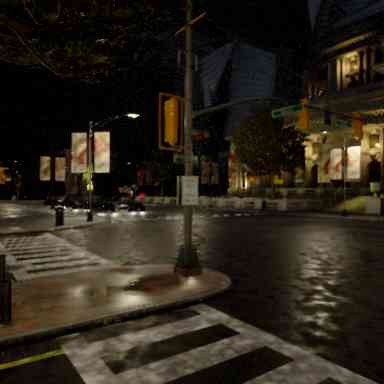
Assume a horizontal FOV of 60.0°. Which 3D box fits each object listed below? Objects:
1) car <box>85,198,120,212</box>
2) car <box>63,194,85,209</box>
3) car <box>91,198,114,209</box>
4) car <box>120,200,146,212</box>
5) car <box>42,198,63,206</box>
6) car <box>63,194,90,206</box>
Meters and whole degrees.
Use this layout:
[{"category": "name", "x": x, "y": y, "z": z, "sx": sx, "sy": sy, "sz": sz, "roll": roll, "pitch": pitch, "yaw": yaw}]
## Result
[{"category": "car", "x": -10.842, "y": 1.587, "z": 40.032, "sx": 1.882, "sy": 1.535, "sz": 5.008, "roll": 1, "pitch": 0, "yaw": -35}, {"category": "car", "x": -16.286, "y": 1.461, "z": 47.543, "sx": 2.097, "sy": 1.767, "sz": 4.553, "roll": 1, "pitch": 0, "yaw": -37}, {"category": "car", "x": -13.371, "y": 1.661, "z": 49.509, "sx": 1.812, "sy": 1.442, "sz": 4.674, "roll": 1, "pitch": 0, "yaw": -36}, {"category": "car", "x": -7.785, "y": 1.683, "z": 41.784, "sx": 2.033, "sy": 1.411, "sz": 5.357, "roll": 1, "pitch": 0, "yaw": -35}, {"category": "car", "x": -23.102, "y": 1.651, "z": 55.640, "sx": 5.357, "sy": 1.411, "sz": 2.033, "roll": 0, "pitch": 0, "yaw": 43}, {"category": "car", "x": -20.085, "y": 1.353, "z": 57.801, "sx": 5.566, "sy": 2.045, "sz": 2.150, "roll": 0, "pitch": 0, "yaw": 45}]
